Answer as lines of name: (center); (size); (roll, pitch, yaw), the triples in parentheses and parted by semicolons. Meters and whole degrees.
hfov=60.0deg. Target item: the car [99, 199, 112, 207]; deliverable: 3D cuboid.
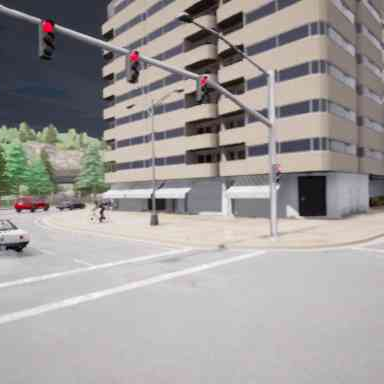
car: (-13.785, 1.873, 57.419); (1.895, 1.301, 4.718); (-1, 0, 30)

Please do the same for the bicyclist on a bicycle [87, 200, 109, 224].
bicyclist on a bicycle: (-6.562, 1.408, 23.328); (1.656, 1.620, 0.582); (-1, 0, -39)

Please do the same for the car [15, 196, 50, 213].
car: (-20.977, 1.606, 43.855); (2.150, 2.045, 5.566); (-1, 0, 3)

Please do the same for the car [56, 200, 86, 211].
car: (-17.087, 1.867, 47.285); (2.033, 1.411, 5.357); (-1, 0, 10)

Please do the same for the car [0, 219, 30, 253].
car: (-8.271, 1.728, 13.289); (4.718, 1.301, 1.895); (-1, 0, 44)
